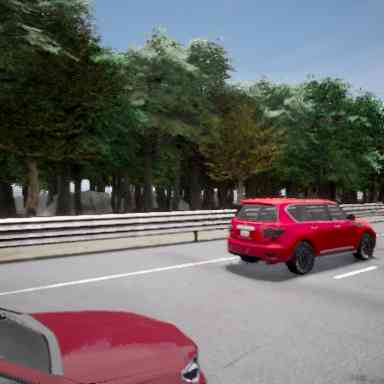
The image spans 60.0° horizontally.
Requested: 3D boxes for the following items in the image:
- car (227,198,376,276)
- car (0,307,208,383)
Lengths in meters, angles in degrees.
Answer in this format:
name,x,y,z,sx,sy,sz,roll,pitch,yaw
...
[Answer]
name,x,y,z,sx,sy,sz,roll,pitch,yaw
car,3.627,1.218,10.635,5.566,2.045,2.150,0,0,-36
car,-2.029,1.526,2.298,4.674,1.442,1.812,0,0,-36
